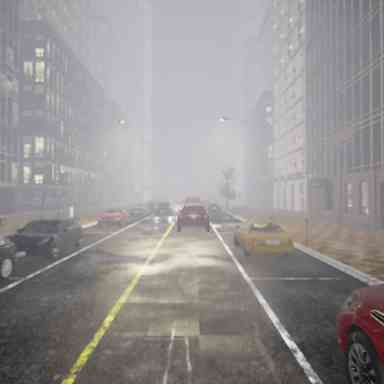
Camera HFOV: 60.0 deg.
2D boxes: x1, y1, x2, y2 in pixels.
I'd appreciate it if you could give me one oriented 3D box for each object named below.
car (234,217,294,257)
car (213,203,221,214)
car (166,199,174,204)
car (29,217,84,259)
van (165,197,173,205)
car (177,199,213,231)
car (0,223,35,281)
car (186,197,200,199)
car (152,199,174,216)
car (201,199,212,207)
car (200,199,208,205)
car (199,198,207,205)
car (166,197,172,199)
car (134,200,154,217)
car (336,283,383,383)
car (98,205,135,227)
[{"bbox_3d":[2.694,1.665,13.384,1.752,1.417,4.829,0,-1,0],"label":"car"},{"bbox_3d":[2.694,1.989,41.674,1.947,1.339,4.313,0,-1,0],"label":"car"},{"bbox_3d":[-5.686,2.423,87.223,1.947,1.339,4.313,0,-1,0],"label":"car"},{"bbox_3d":[-5.687,1.704,13.227,1.947,1.339,4.313,0,-1,0],"label":"car"},{"bbox_3d":[-5.684,2.145,81.533,1.690,1.788,3.998,0,-1,0],"label":"van"},{"bbox_3d":[0.100,1.585,22.542,2.097,1.767,4.553,0,-1,0],"label":"car"},{"bbox_3d":[-5.687,1.631,7.535,2.008,1.369,4.403,0,-1,0],"label":"car"},{"bbox_3d":[0.097,1.632,40.685,2.150,2.045,5.566,0,-1,0],"label":"car"},{"bbox_3d":[-3.073,1.887,37.366,1.837,1.490,4.892,0,-1,0],"label":"car"},{"bbox_3d":[2.695,2.083,64.441,1.967,1.590,4.097,0,-1,0],"label":"car"},{"bbox_3d":[2.695,2.333,75.824,1.802,1.307,4.206,0,-1,0],"label":"car"},{"bbox_3d":[2.695,2.331,81.686,1.752,1.417,4.829,0,-1,0],"label":"car"},{"bbox_3d":[-5.685,2.191,75.839,1.967,1.590,4.097,0,-1,0],"label":"car"},{"bbox_3d":[-5.687,1.917,35.995,2.008,1.369,4.403,0,-1,0],"label":"car"},{"bbox_3d":[2.695,1.336,1.834,2.192,1.841,5.009,0,-1,0],"label":"car"},{"bbox_3d":[-5.687,1.835,24.609,1.802,1.307,4.206,0,-1,0],"label":"car"}]
